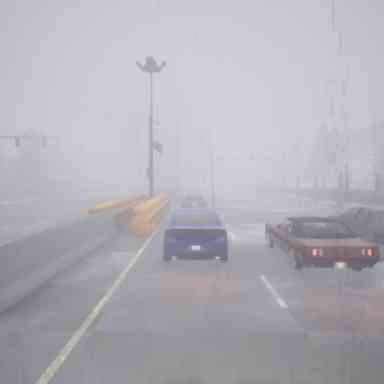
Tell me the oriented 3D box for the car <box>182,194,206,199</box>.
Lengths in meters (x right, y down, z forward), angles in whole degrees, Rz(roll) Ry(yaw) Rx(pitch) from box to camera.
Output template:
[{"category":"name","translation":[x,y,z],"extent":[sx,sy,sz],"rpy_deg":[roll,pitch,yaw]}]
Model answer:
[{"category":"car","translation":[0.183,0.826,26.331],"extent":[1.994,1.385,4.181],"rpy_deg":[0,2,0]}]

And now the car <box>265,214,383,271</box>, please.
[{"category":"car","translation":[3.608,1.407,10.277],"extent":[1.895,1.301,4.718],"rpy_deg":[0,2,0]}]

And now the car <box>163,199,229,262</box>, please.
[{"category":"car","translation":[0.111,1.249,11.301],"extent":[1.882,1.535,5.008],"rpy_deg":[0,2,0]}]

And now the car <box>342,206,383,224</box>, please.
[{"category":"car","translation":[7.115,1.259,13.037],"extent":[2.033,1.411,5.357],"rpy_deg":[0,2,0]}]

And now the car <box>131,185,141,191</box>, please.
[{"category":"car","translation":[-13.598,-1.093,81.765],"extent":[1.812,1.442,4.674],"rpy_deg":[0,2,0]}]
